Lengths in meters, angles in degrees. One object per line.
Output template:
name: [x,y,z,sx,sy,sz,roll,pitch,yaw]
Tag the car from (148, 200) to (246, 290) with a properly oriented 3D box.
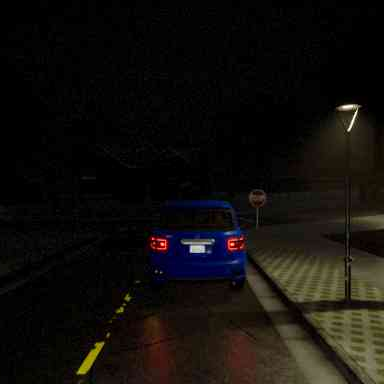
car: [0.118,1.218,9.234,2.150,2.045,5.566,0,0,0]
